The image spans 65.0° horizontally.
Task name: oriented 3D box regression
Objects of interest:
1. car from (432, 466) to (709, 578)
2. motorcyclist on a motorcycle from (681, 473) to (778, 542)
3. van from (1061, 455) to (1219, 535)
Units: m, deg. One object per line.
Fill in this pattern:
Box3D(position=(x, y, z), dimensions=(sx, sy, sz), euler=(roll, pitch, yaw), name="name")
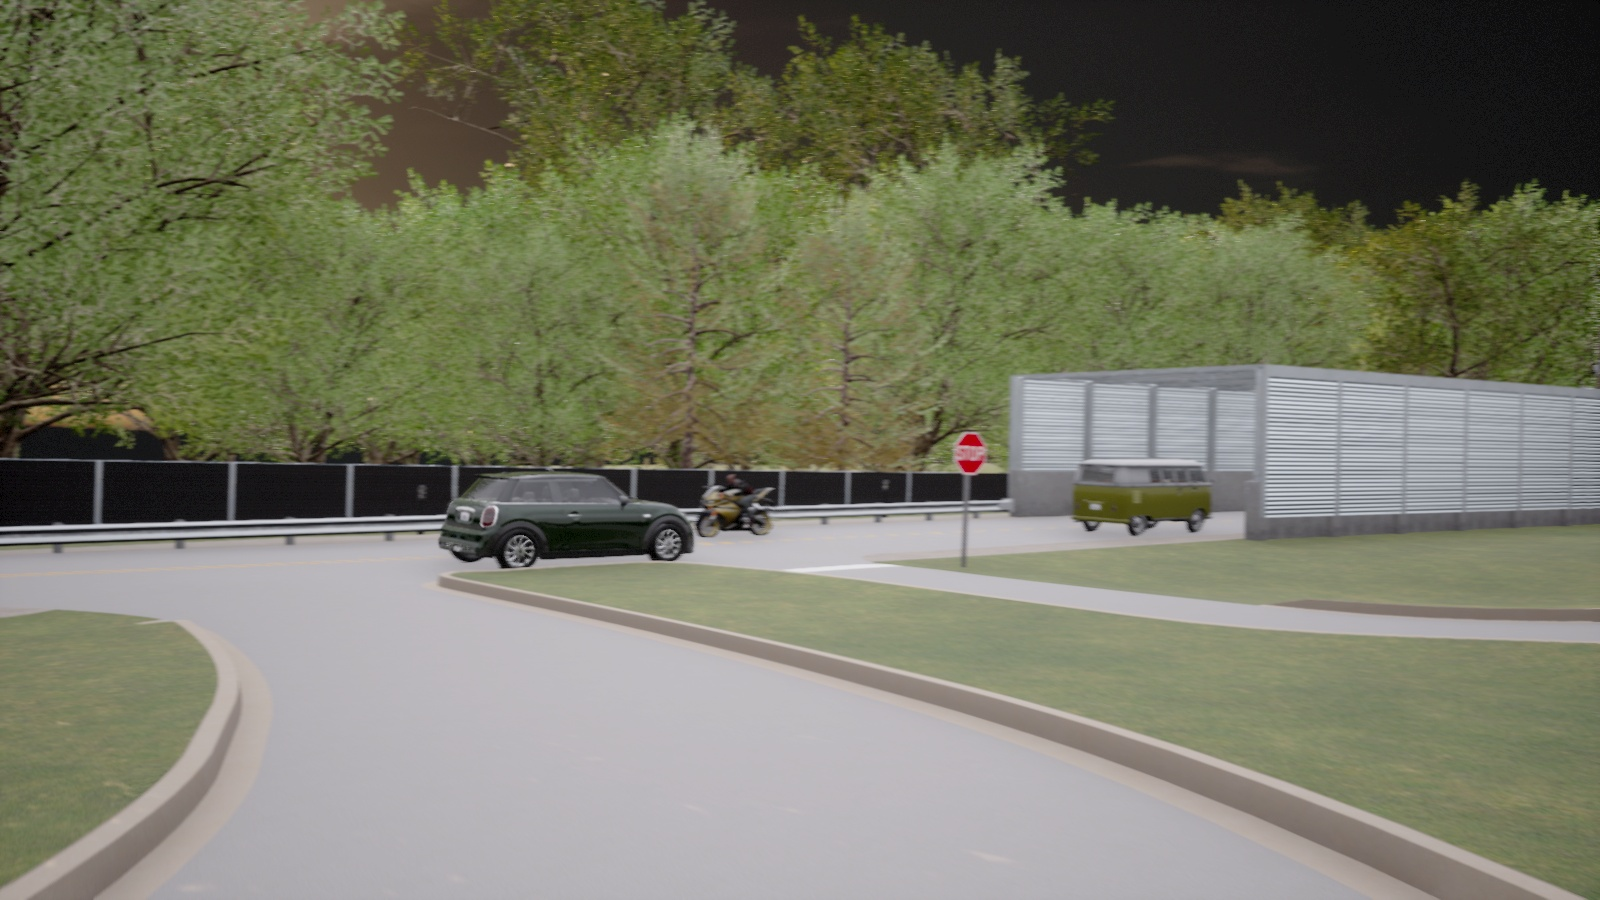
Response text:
Box3D(position=(-4.137, 1.217, 23.045), dimensions=(4.553, 1.767, 2.097), euler=(0, 1, -40), name="car")
Box3D(position=(-1.658, 1.338, 29.705), dimensions=(2.191, 1.530, 0.866), euler=(0, 1, -39), name="motorcyclist on a motorcycle")
Box3D(position=(9.241, 1.142, 33.963), dimensions=(4.442, 1.987, 1.775), euler=(0, 1, -38), name="van")
